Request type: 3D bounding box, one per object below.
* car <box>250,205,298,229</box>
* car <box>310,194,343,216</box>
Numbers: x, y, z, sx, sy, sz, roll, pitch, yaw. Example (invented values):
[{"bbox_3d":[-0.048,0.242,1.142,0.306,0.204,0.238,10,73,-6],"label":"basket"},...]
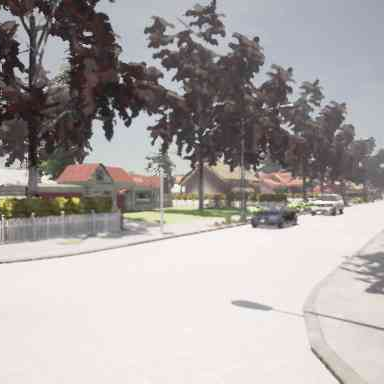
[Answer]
[{"bbox_3d":[5.447,1.580,21.905,1.994,1.385,4.181,0,0,35],"label":"car"},{"bbox_3d":[13.602,1.238,33.360,2.150,2.045,5.566,0,0,35],"label":"car"}]
